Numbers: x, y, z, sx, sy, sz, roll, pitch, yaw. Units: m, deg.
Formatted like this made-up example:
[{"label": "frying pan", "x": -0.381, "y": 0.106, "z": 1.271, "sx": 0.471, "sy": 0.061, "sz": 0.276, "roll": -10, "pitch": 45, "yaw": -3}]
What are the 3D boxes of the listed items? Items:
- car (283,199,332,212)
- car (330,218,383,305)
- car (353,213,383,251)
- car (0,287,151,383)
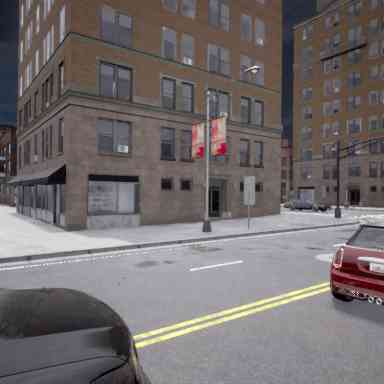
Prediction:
[{"label": "car", "x": 12.877, "y": 1.469, "z": 37.443, "sx": 2.033, "sy": 1.411, "sz": 5.357, "roll": 1, "pitch": 0, "yaw": -36}, {"label": "car", "x": 4.991, "y": 1.355, "z": 7.085, "sx": 4.553, "sy": 1.767, "sz": 2.097, "roll": 0, "pitch": 0, "yaw": -36}, {"label": "car", "x": 9.078, "y": 1.607, "z": 14.172, "sx": 4.718, "sy": 1.301, "sz": 1.895, "roll": 0, "pitch": 0, "yaw": -35}, {"label": "car", "x": -2.828, "y": 1.221, "z": 1.419, "sx": 5.566, "sy": 2.045, "sz": 2.150, "roll": 0, "pitch": 0, "yaw": -36}]
